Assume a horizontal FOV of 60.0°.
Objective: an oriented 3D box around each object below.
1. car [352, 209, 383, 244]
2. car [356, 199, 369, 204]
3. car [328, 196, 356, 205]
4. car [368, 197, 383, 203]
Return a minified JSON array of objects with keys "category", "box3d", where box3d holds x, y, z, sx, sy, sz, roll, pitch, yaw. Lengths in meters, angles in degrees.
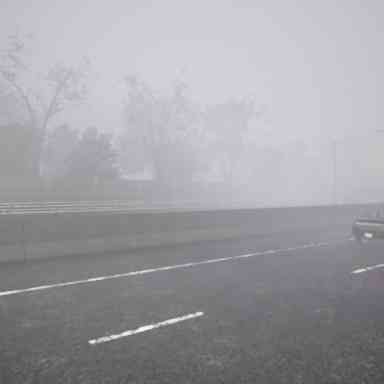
[{"category":"car","box3d":[8.849,1.467,14.352,4.902,1.511,2.128,0,0,-35]},{"category":"car","box3d":[23.429,1.427,42.153,4.902,1.511,2.128,0,0,-35]},{"category":"car","box3d":[19.950,1.289,43.977,4.553,1.767,2.097,0,0,-35]},{"category":"car","box3d":[21.949,1.541,36.817,4.718,1.301,1.895,0,0,-35]}]
